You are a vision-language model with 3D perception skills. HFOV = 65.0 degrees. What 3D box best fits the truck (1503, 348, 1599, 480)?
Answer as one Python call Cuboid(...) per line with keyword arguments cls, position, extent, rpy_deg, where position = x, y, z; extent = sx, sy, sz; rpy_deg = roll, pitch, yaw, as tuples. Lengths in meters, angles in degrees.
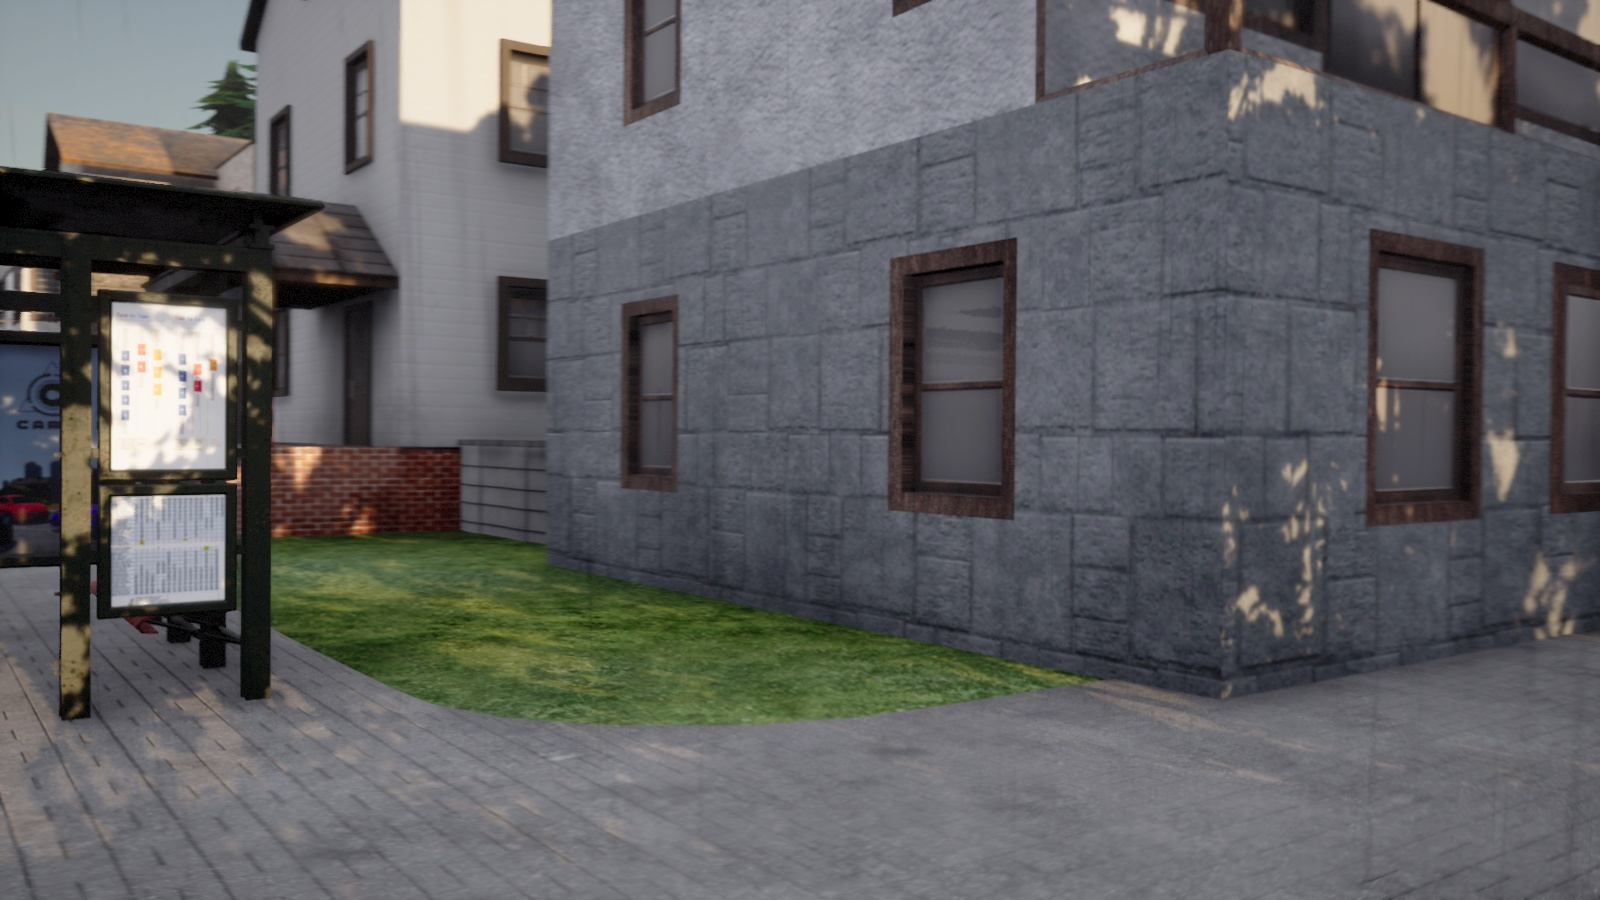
Cuboid(cls="truck", position=(25.175, -1.060, 35.842), extent=(2.891, 3.827, 8.468), rpy_deg=(-1, 1, -36))
